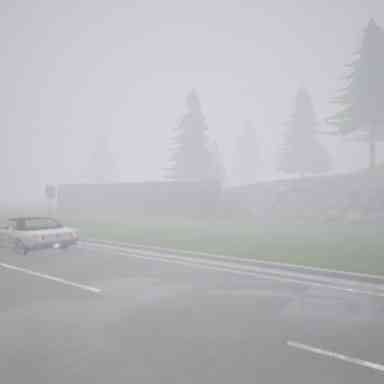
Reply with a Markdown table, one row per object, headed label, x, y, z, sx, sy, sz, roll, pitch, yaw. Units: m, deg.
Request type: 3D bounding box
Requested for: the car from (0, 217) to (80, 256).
| label | x | y | z | sx | sy | sz | roll | pitch | yaw |
| --- | --- | --- | --- | --- | --- | --- | --- | --- | --- |
| car | -6.671 | 1.647 | 13.347 | 4.718 | 1.301 | 1.895 | 0 | 0 | 37 |
